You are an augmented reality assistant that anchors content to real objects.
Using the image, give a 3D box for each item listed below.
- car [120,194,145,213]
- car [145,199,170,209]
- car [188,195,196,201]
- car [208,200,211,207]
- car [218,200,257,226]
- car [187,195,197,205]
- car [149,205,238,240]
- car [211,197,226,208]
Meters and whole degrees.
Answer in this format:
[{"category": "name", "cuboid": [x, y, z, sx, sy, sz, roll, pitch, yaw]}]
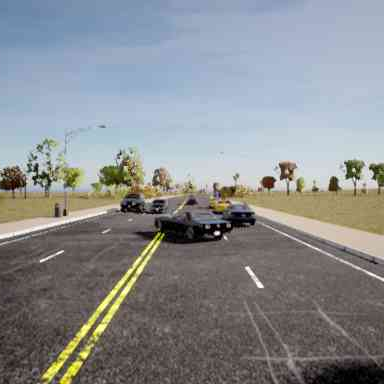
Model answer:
[{"category": "car", "cuboid": [-6.584, 1.189, 37.661, 2.150, 2.045, 5.566, 0, 0, 0]}, {"category": "car", "cuboid": [-3.335, 1.473, 34.400, 1.837, 1.490, 4.892, 0, 0, 0]}, {"category": "car", "cuboid": [0.029, 1.415, 78.562, 1.837, 1.490, 4.892, 0, 0, 0]}, {"category": "car", "cuboid": [3.267, 1.413, 45.662, 1.801, 1.575, 5.366, 0, 0, 0]}, {"category": "car", "cuboid": [3.259, 1.527, 23.472, 2.033, 1.411, 5.357, 0, 0, 0]}, {"category": "car", "cuboid": [0.073, 1.489, 59.108, 2.033, 1.411, 5.357, 0, 0, 1]}, {"category": "car", "cuboid": [-0.101, 1.586, 16.959, 1.895, 1.301, 4.718, 0, 0, -35]}, {"category": "car", "cuboid": [3.263, 1.424, 34.662, 1.801, 1.575, 5.366, 0, 0, 0]}]
